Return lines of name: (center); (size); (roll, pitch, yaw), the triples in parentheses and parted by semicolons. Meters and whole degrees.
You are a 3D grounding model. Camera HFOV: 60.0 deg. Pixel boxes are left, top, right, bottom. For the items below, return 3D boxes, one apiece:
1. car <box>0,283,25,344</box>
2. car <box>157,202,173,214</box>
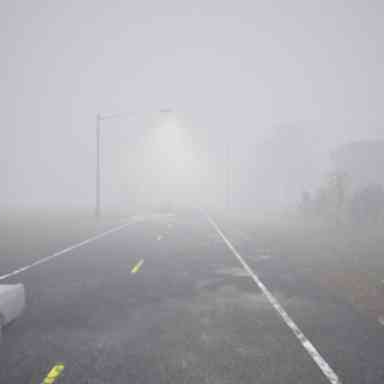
car: (-3.601, 1.646, 3.098); (1.895, 1.301, 4.718); (0, -1, 0)
car: (-3.607, 2.133, 45.135); (1.812, 1.442, 4.674); (0, -1, 0)
